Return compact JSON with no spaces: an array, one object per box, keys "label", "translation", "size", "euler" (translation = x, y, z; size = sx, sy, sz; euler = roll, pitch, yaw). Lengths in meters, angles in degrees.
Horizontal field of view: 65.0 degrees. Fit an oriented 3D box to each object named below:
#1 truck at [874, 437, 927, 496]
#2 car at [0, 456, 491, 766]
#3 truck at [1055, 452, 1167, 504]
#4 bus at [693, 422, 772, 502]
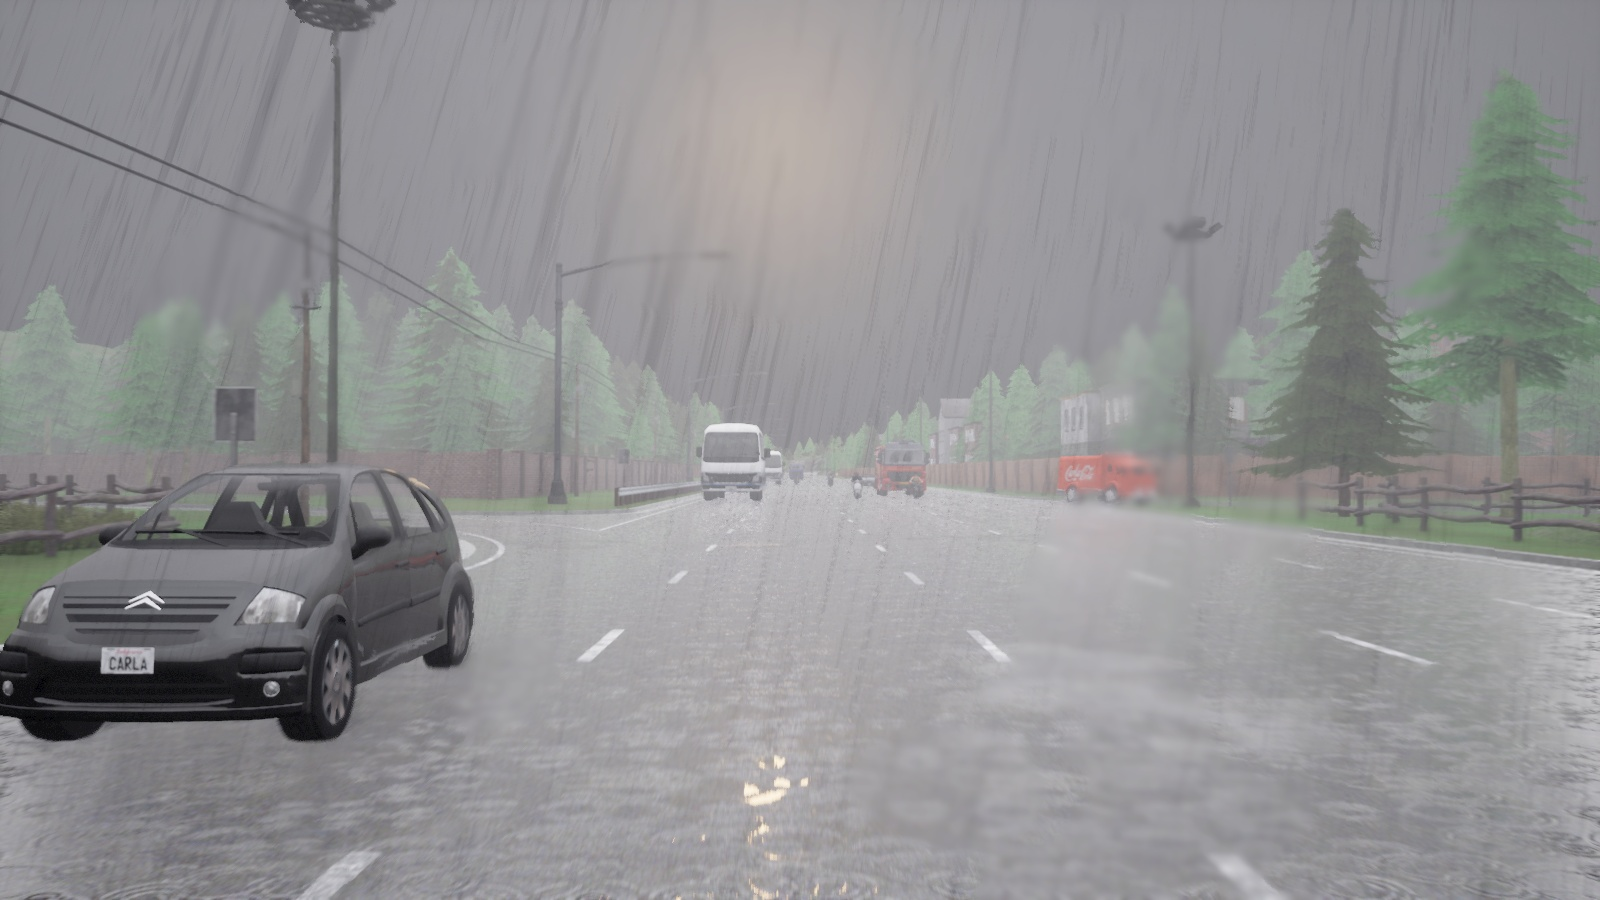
[{"label":"truck","translation":[6.786,1.151,85.617],"size":[2.891,3.827,8.468],"euler":[0,-1,0]},{"label":"car","translation":[-3.522,0.882,8.587],"size":[1.851,1.617,3.988],"euler":[0,-1,0]},{"label":"truck","translation":[15.582,1.391,63.173],"size":[2.627,2.467,5.204],"euler":[0,-1,-29]},{"label":"bus","translation":[-3.680,0.730,71.553],"size":[3.944,4.253,10.273],"euler":[0,-1,0]}]
